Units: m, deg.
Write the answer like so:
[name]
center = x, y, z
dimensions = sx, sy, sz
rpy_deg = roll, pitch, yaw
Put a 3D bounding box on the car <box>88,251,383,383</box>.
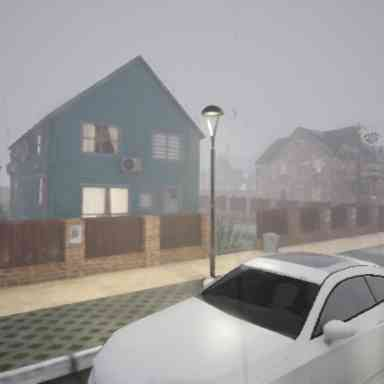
[car]
center = 1.197, 1.524, 3.927
dimensions = 4.674, 1.442, 1.812
rpy_deg = 0, 0, -36
